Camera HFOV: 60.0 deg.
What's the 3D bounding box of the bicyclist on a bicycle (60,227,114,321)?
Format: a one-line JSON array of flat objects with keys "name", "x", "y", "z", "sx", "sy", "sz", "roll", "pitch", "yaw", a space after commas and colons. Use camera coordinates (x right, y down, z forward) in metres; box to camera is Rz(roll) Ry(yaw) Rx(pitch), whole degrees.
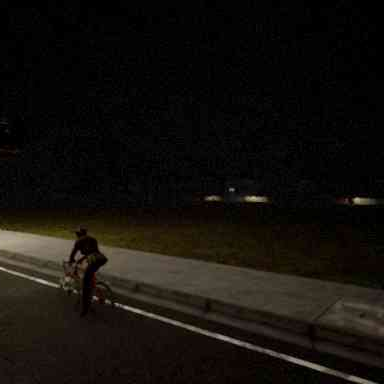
[{"name": "bicyclist on a bicycle", "x": -1.984, "y": 1.480, "z": 6.176, "sx": 1.656, "sy": 1.620, "sz": 0.582, "roll": 0, "pitch": -1, "yaw": 37}]
